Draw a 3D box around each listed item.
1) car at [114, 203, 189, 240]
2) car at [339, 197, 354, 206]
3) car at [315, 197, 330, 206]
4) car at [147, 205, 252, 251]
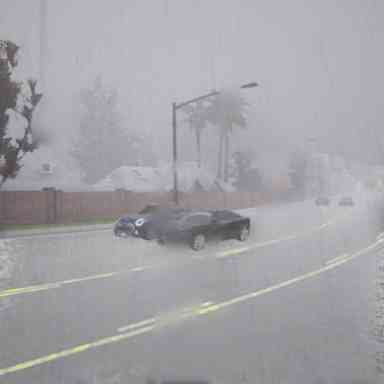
[{"bbox_3d":[-1.704,1.370,17.021,2.097,1.767,4.553,0,0,42],"label":"car"},{"bbox_3d":[24.249,1.520,52.227,1.837,1.490,4.892,-1,0,30],"label":"car"},{"bbox_3d":[21.214,1.532,53.971,2.128,1.511,4.902,-1,0,30],"label":"car"},{"bbox_3d":[0.679,1.478,14.420,1.882,1.535,5.008,0,0,42],"label":"car"}]
